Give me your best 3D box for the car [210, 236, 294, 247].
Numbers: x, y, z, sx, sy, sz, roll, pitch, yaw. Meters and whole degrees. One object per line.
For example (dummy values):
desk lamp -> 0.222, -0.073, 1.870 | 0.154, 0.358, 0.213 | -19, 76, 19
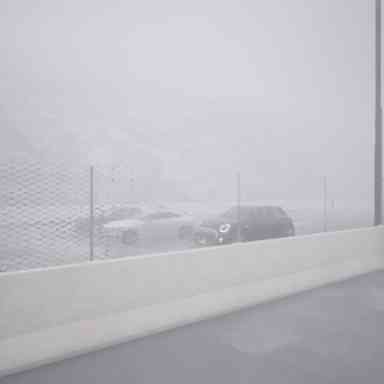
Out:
car -> 2.285, 1.353, 14.221 | 4.553, 1.767, 2.097 | 0, 0, -36
